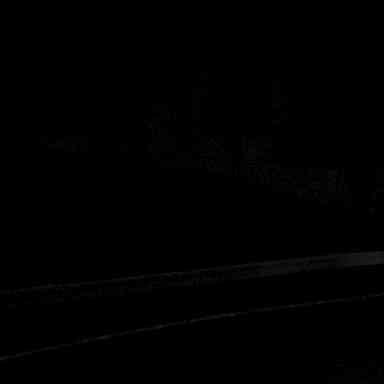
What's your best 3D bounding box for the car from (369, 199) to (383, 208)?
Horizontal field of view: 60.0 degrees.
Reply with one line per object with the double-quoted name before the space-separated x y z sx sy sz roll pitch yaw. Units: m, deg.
"car" 18.915 1.301 33.134 1.895 1.301 4.718 0 0 -18
